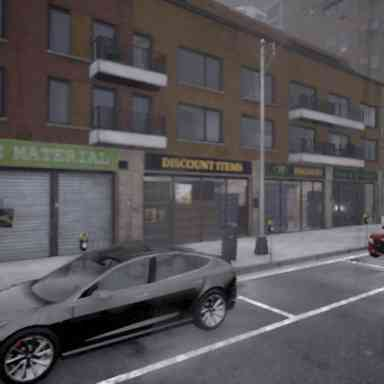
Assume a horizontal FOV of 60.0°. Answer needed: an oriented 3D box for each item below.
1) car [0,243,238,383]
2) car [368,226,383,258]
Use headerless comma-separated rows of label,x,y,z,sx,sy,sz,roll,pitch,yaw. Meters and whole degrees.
car,-1.166,1.577,5.358,4.313,1.339,1.947,0,0,-36
car,8.082,1.617,11.962,4.507,1.381,1.887,0,0,-36
